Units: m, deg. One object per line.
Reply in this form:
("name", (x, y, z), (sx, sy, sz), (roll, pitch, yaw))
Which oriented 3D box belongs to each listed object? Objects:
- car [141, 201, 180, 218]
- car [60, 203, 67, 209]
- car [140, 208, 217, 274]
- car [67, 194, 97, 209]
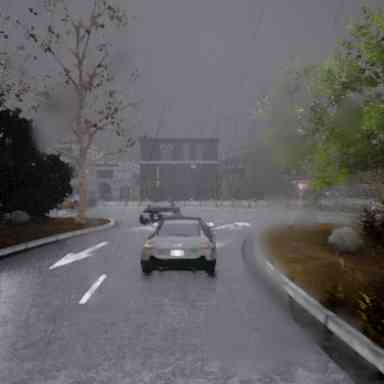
("car", (-1.822, 1.273, 21.063), (1.994, 1.385, 4.181), (0, 1, 7))
("car", (-15.865, 1.167, 39.570), (2.097, 1.535, 5.008), (-1, 1, -3))
("car", (-0.277, 1.420, 10.071), (1.994, 1.385, 4.181), (0, 1, 2))
("car", (-12.836, 0.974, 39.716), (2.185, 1.767, 4.553), (-1, 1, -3))
